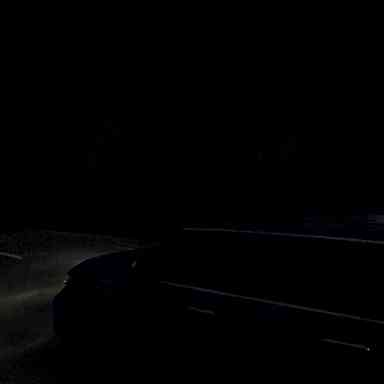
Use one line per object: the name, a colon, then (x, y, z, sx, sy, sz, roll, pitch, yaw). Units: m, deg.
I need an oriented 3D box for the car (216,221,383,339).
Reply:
car: (3.106, 1.509, 6.321, 4.902, 1.511, 2.128, 0, 0, 37)

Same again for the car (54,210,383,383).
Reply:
car: (0.795, 1.226, 3.609, 5.566, 2.045, 2.150, 0, 0, 37)
